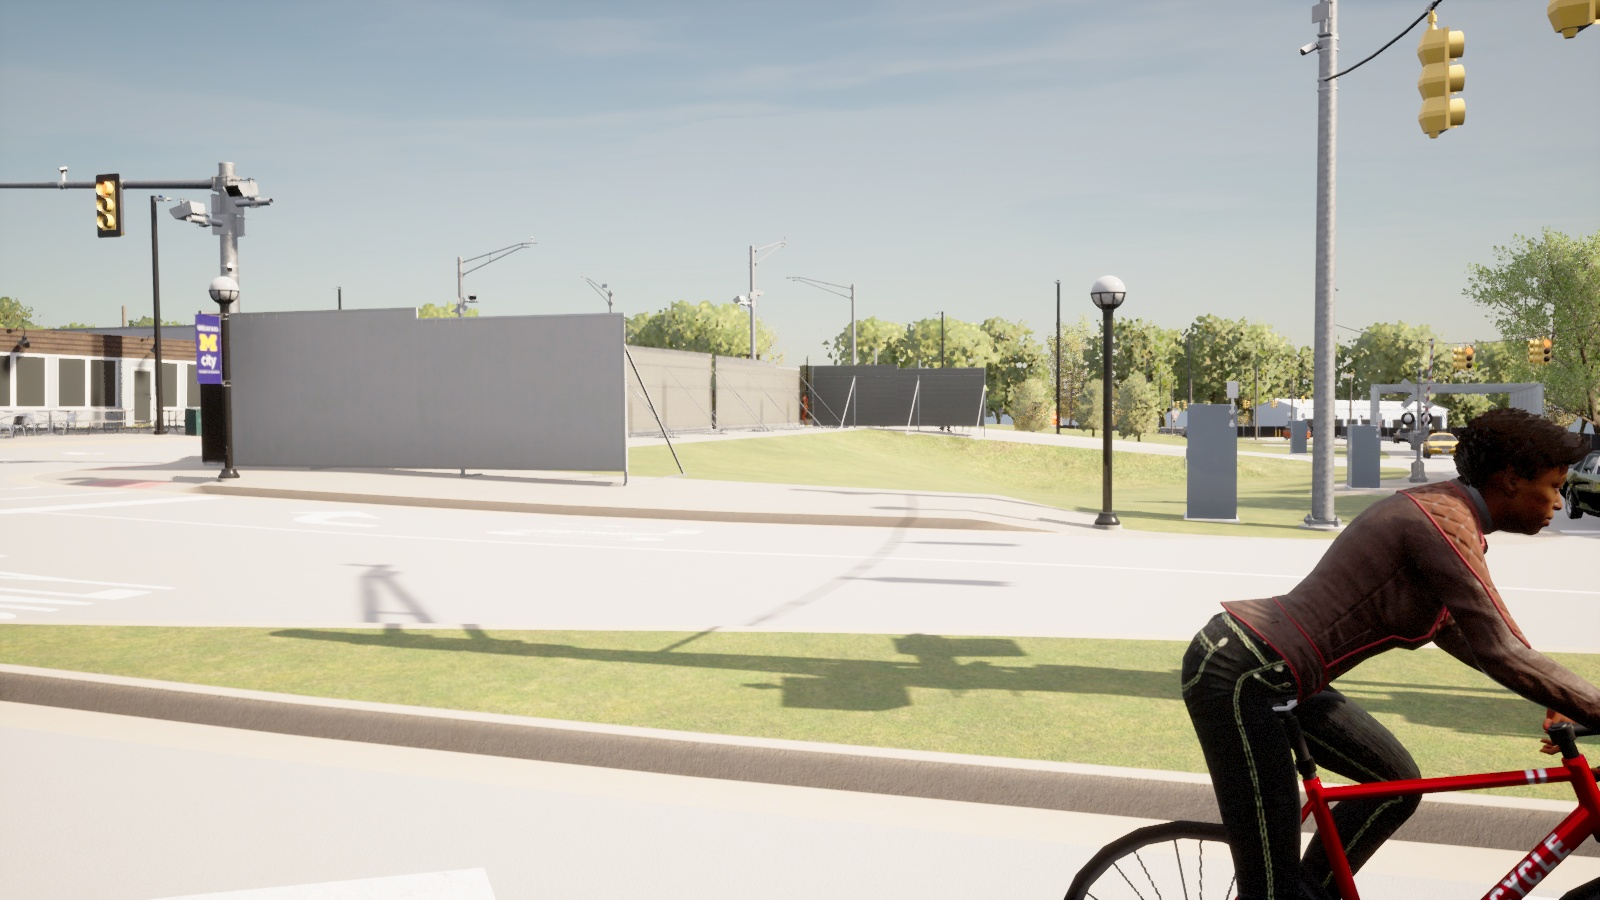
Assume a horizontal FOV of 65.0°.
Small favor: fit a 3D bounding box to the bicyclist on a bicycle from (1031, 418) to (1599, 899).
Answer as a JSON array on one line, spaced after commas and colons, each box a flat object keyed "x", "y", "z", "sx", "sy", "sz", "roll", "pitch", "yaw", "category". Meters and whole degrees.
[{"x": 1.377, "y": 0.746, "z": 2.727, "sx": 1.656, "sy": 1.620, "sz": 0.582, "roll": 1, "pitch": 1, "yaw": 18, "category": "bicyclist on a bicycle"}]

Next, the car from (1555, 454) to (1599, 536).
[{"x": 14.497, "y": 0.754, "z": 21.532, "sx": 1.895, "sy": 1.301, "sz": 4.718, "roll": 0, "pitch": 1, "yaw": 22, "category": "car"}]

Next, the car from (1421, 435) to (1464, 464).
[{"x": 36.822, "y": -0.047, "z": 72.049, "sx": 1.801, "sy": 1.575, "sz": 5.366, "roll": 1, "pitch": 1, "yaw": 23, "category": "car"}]

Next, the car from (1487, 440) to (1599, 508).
[{"x": 18.273, "y": 0.514, "z": 30.774, "sx": 2.128, "sy": 1.511, "sz": 4.902, "roll": 0, "pitch": 1, "yaw": 24, "category": "car"}]
